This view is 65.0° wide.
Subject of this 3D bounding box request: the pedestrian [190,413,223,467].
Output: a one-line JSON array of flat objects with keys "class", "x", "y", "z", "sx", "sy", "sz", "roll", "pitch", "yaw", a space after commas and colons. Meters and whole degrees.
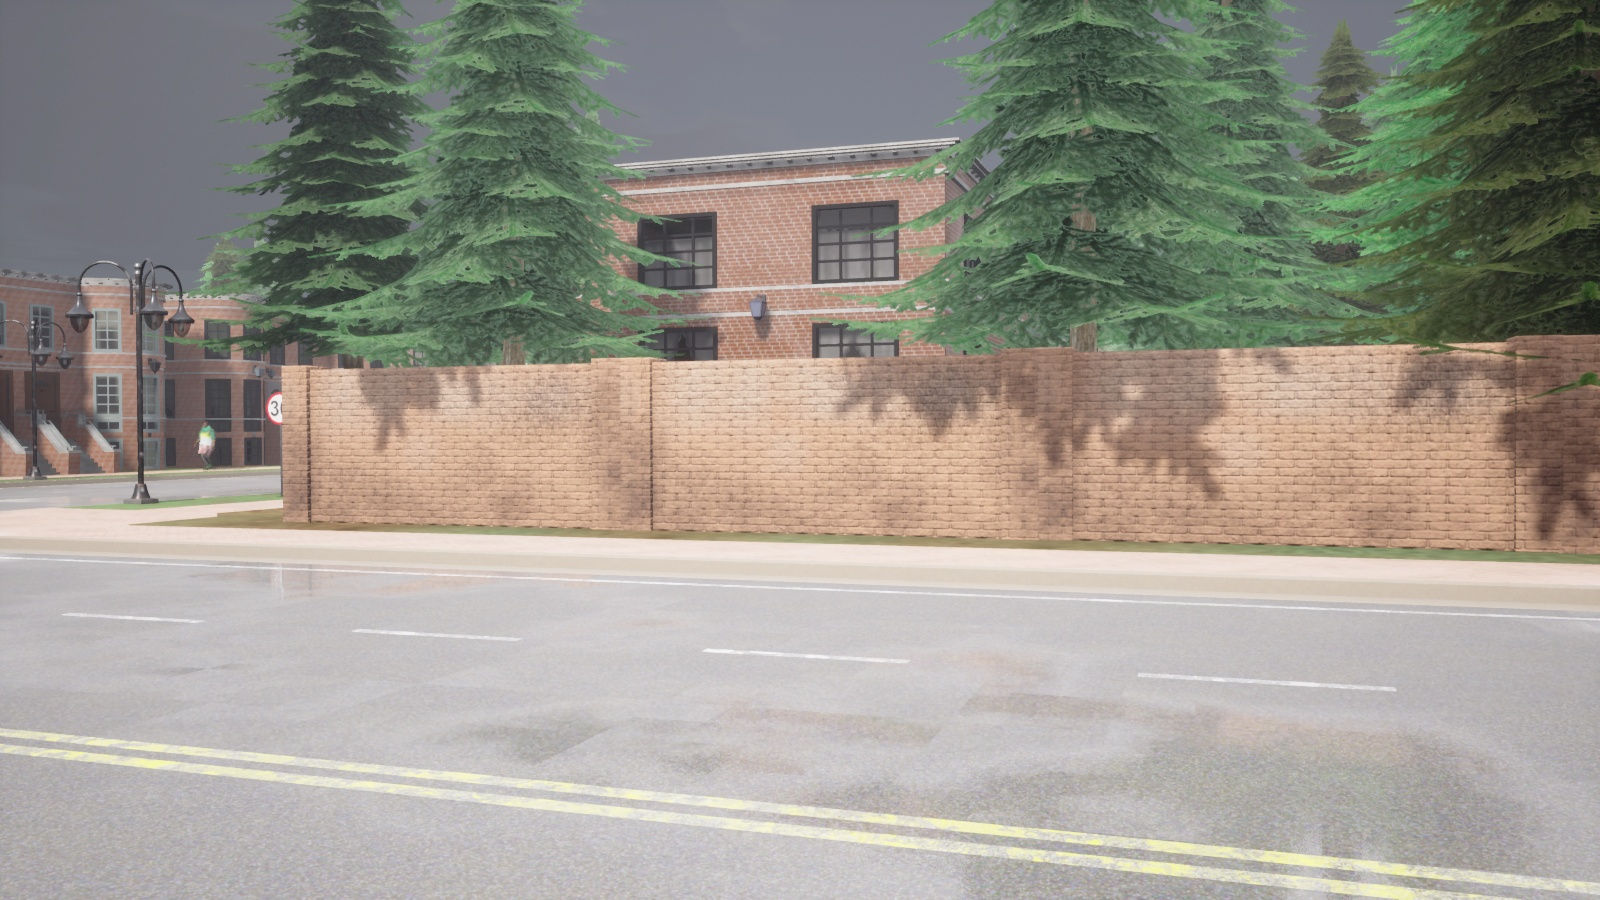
[{"class": "pedestrian", "x": -21.618, "y": -0.363, "z": 45.740, "sx": 0.659, "sy": 1.952, "sz": 0.873, "roll": 1, "pitch": 1, "yaw": 20}]
